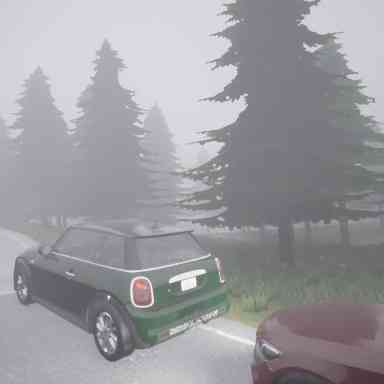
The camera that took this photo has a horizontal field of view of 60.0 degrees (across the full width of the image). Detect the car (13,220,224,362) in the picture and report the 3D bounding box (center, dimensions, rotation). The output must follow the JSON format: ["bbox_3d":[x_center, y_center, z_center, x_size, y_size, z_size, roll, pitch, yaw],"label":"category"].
[{"bbox_3d":[-1.576,1.309,6.208,4.553,1.767,2.097,1,1,44],"label":"car"}]

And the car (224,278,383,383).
[{"bbox_3d":[2.757,1.532,2.592,4.674,1.442,1.812,1,0,36],"label":"car"}]
